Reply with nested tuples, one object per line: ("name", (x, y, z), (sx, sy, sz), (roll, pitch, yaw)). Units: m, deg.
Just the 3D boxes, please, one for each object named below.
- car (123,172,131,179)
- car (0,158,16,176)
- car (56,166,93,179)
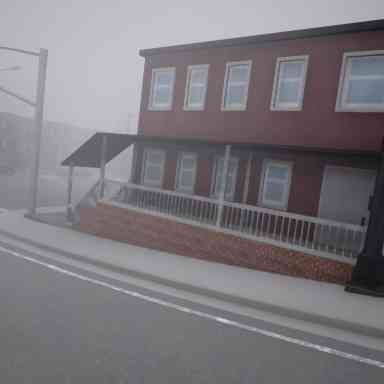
("car", (-8.184, -2.476, 49.983), (1.812, 1.442, 4.674), (10, 6, 36))
("car", (-20.271, -2.662, 33.269), (2.097, 1.767, 4.553), (10, 6, 36))
("car", (-14.465, -2.482, 41.309), (1.812, 1.442, 4.674), (10, 6, 35))
